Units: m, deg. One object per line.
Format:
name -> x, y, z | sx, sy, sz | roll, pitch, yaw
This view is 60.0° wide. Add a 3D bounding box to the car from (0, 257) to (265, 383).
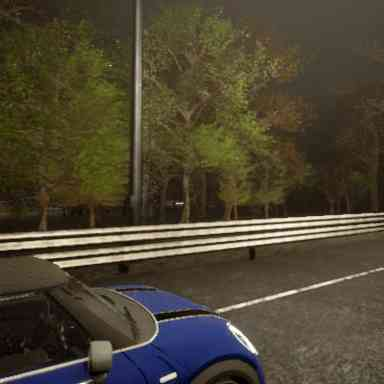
car -> -1.515, 1.354, 2.673 | 4.553, 1.767, 2.097 | 1, -1, -35
